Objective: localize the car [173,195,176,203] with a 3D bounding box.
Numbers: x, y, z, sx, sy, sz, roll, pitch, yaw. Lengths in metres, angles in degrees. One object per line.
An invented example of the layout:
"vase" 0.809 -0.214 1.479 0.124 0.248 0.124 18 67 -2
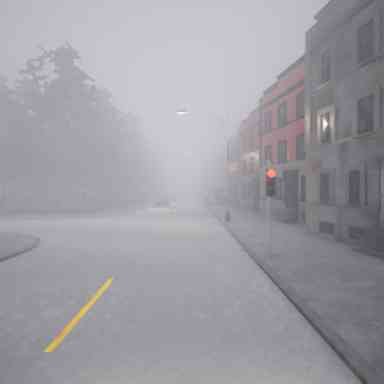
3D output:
"car" -3.986 1.295 63.245 2.128 1.511 4.902 0 0 0

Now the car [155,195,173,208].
"car" -4.068 1.457 46.697 1.895 1.301 4.718 0 0 0
